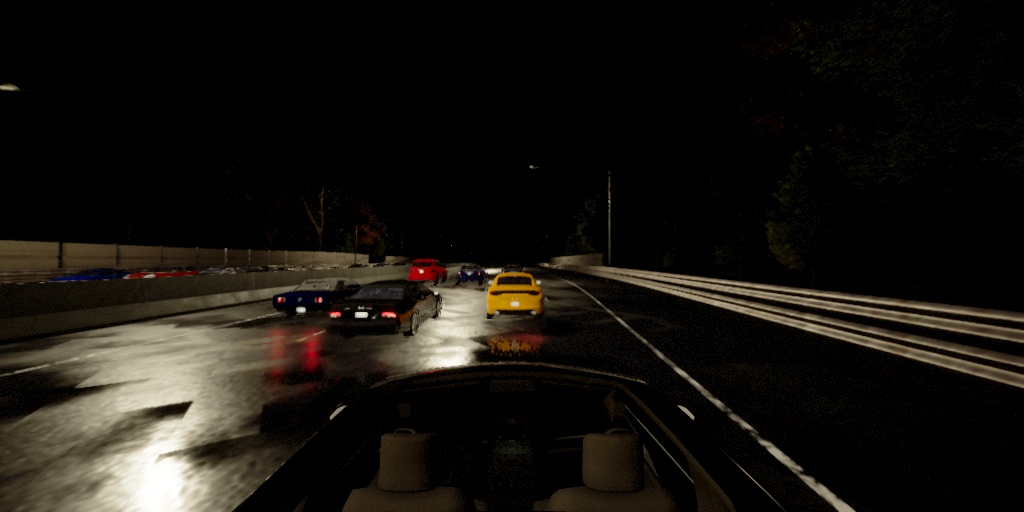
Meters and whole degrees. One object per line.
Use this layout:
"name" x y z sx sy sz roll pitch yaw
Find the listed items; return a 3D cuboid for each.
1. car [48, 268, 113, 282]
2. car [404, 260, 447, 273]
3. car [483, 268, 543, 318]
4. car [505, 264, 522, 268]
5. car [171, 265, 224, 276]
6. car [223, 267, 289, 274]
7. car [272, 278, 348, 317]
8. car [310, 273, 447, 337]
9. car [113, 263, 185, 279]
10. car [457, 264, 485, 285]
"car" -27.781 1.559 24.012 1.812 1.442 4.674 0 -1 -2
"car" -6.893 1.328 29.973 2.150 2.045 5.566 0 -1 0
"car" 0.102 1.375 13.675 1.882 1.535 5.008 0 -1 0
"car" 0.106 1.466 30.657 2.097 1.767 4.553 0 -1 0
"car" -21.091 1.548 25.893 2.128 1.511 4.902 0 -1 0
"car" -17.591 1.557 25.630 1.837 1.490 4.892 0 -1 0
"car" -6.897 1.503 13.961 1.895 1.301 4.718 0 -1 0
"car" -3.399 1.407 10.608 2.033 1.411 5.357 0 -1 0
"car" -24.590 1.404 25.482 2.097 1.767 4.553 0 -1 0
"car" -3.394 1.467 30.659 2.097 1.767 4.553 0 -1 0
